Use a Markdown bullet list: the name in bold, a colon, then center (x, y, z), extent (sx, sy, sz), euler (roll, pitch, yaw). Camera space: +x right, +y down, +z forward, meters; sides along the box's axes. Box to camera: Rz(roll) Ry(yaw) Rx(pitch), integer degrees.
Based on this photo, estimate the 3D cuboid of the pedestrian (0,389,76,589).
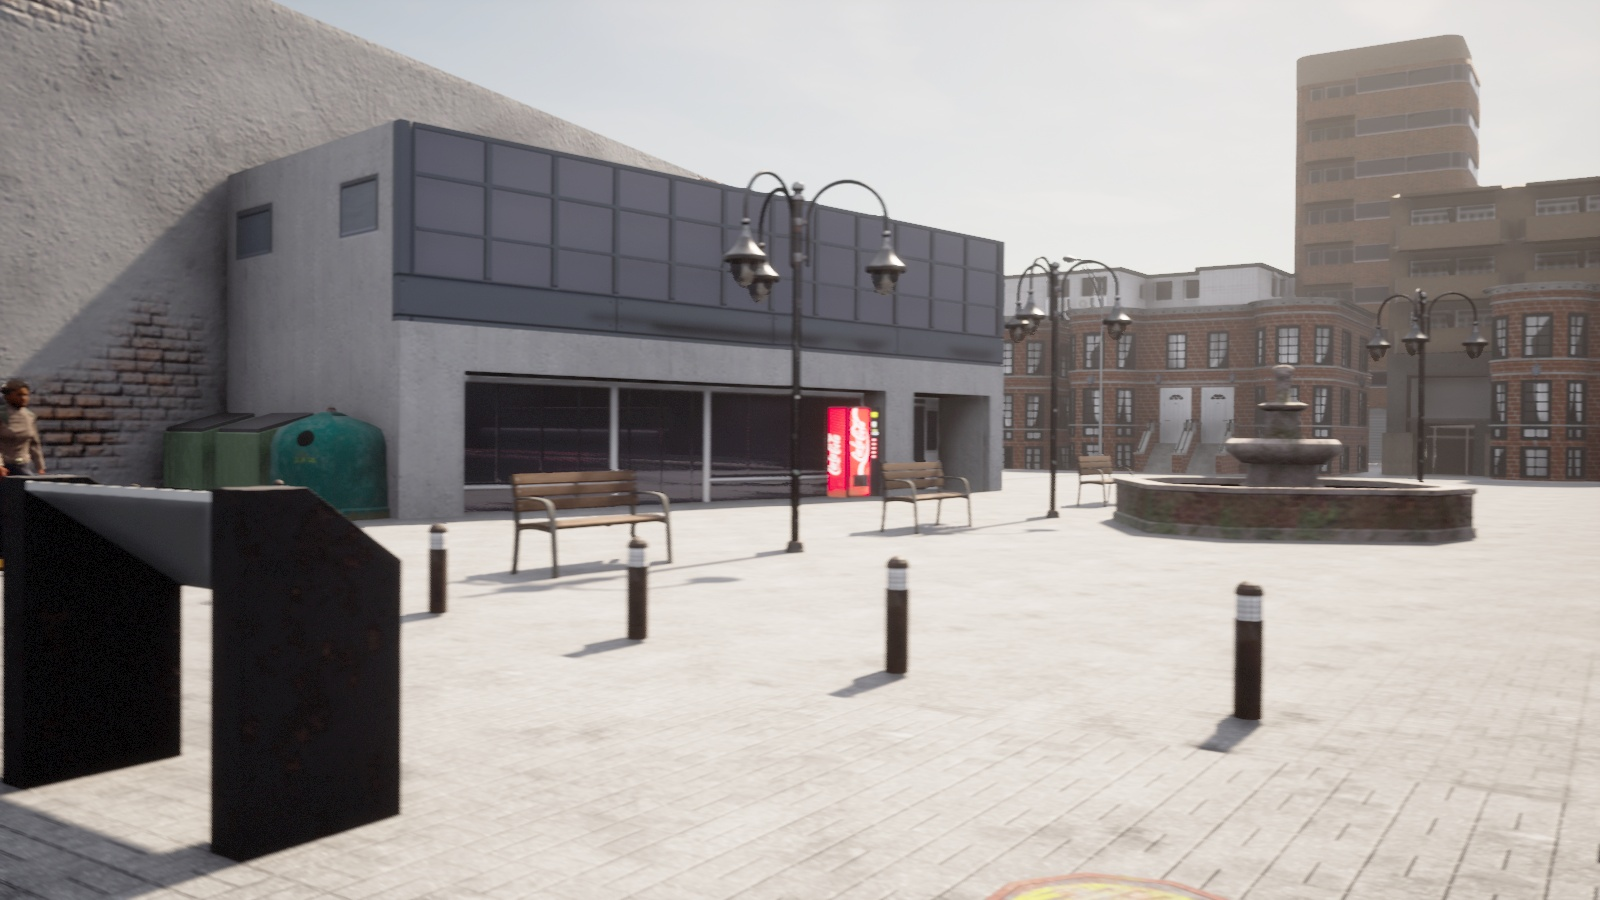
- **pedestrian**: center (-7.187, 0.350, 11.681), extent (0.869, 1.805, 0.328), euler (0, 1, 26)
